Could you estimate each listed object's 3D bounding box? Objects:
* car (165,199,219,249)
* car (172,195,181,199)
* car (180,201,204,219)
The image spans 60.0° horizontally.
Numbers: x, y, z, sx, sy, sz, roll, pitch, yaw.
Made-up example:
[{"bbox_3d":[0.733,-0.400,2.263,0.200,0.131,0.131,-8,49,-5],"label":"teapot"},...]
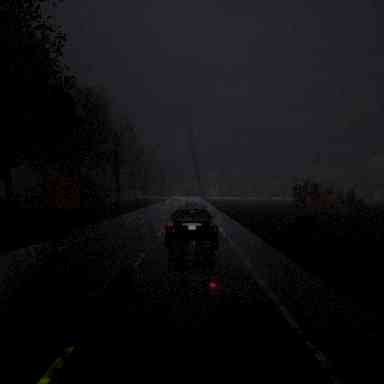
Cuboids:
[{"bbox_3d":[0.000,1.359,14.621,2.097,1.767,4.553,0,0,0],"label":"car"},{"bbox_3d":[-3.500,1.381,75.929,1.882,1.535,5.008,0,0,0],"label":"car"},{"bbox_3d":[0.000,1.557,29.652,1.994,1.385,4.181,0,0,0],"label":"car"}]
